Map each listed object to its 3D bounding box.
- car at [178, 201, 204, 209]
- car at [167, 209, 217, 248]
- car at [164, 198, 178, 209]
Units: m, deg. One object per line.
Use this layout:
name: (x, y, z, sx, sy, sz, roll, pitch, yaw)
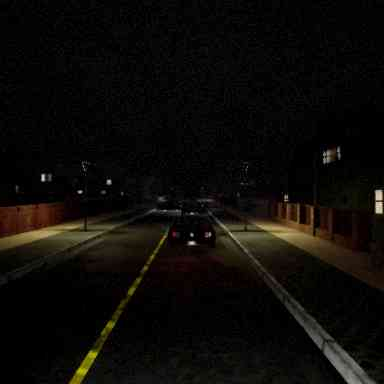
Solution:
car: (0.000, 1.549, 29.656, 1.837, 1.490, 4.892, 0, 0, 0)
car: (0.000, 1.626, 14.682, 1.895, 1.301, 4.718, 0, 0, 0)
car: (-2.750, 1.585, 45.658, 1.882, 1.535, 5.008, 0, 0, 0)
